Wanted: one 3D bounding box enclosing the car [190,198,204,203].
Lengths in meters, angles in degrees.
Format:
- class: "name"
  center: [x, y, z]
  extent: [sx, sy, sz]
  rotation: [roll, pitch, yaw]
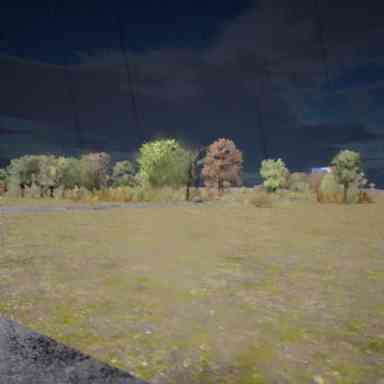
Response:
- class: "car"
  center: [1.325, 2.336, 91.202]
  extent: [1.837, 1.490, 4.892]
  rotation: [1, 0, 36]
